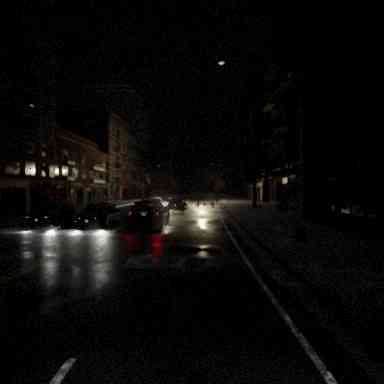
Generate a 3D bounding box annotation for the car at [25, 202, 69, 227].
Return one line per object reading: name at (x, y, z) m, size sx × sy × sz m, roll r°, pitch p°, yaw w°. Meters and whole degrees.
car at (-9.278, 1.436, 22.418) m, size 1.837 × 1.490 × 4.892 m, roll 0°, pitch 0°, yaw 3°

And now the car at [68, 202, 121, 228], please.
car at (-6.050, 1.438, 21.836) m, size 1.837 × 1.490 × 4.892 m, roll 0°, pitch 0°, yaw 3°

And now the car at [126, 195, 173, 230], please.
car at (-2.633, 1.289, 20.864) m, size 2.097 × 1.767 × 4.553 m, roll 0°, pitch 0°, yaw 2°

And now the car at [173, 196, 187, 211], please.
car at (-1.710, 1.451, 38.445) m, size 1.994 × 1.385 × 4.181 m, roll 0°, pitch 0°, yaw 3°

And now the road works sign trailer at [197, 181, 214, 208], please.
road works sign trailer at (1.812, 0.334, 45.074) m, size 2.380 × 3.560 × 2.880 m, roll 0°, pitch 0°, yaw 3°

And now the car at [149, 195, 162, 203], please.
car at (-6.940, 1.340, 63.615) m, size 1.812 × 1.442 × 4.674 m, roll 0°, pitch 0°, yaw 4°
